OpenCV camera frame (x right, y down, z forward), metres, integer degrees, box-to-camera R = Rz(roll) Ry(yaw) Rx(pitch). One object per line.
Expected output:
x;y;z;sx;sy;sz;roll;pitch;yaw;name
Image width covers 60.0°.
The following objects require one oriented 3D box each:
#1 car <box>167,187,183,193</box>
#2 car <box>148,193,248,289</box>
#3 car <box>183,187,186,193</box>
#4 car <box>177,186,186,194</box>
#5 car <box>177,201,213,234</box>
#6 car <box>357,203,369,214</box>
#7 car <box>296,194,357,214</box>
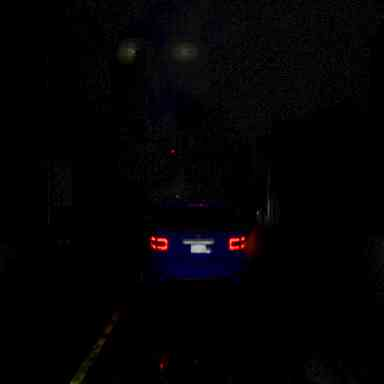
-2.665;0.562;46.121;2.097;1.767;4.553;0;2;0;car
0.116;1.174;9.141;2.150;2.045;5.566;0;0;0;car
-2.560;0.170;62.736;2.128;1.511;4.902;0;2;1;car
-2.455;-0.503;78.063;1.882;1.535;5.008;0;2;0;car
0.128;1.346;19.168;1.837;1.490;4.892;0;1;0;car
18.234;1.452;32.436;4.206;1.307;1.802;1;0;0;car
12.836;1.109;32.445;5.009;1.841;2.192;1;0;0;car
